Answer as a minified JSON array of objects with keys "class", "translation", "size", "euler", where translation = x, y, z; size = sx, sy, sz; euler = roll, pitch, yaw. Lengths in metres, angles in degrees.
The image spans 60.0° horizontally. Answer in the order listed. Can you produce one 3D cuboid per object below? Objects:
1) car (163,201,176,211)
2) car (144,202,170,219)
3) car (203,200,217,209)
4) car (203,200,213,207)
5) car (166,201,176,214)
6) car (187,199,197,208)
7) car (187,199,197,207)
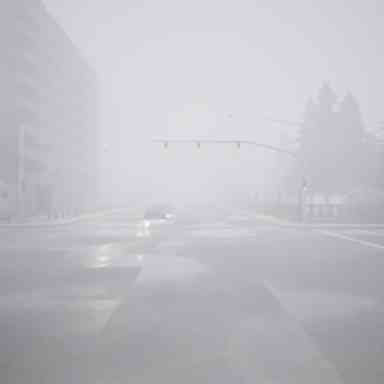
[{"class":"car","translation":[-3.591,2.214,53.572],"size":[1.837,1.490,4.892],"euler":[0,-1,0]},{"class":"car","translation":[-3.593,2.010,33.657],"size":[1.994,1.385,4.181],"euler":[0,-1,0]},{"class":"car","translation":[3.588,2.288,61.314],"size":[1.882,1.535,5.008],"euler":[0,-1,0]},{"class":"car","translation":[3.488,2.447,73.325],"size":[1.882,1.535,5.008],"euler":[0,-1,0]},{"class":"car","translation":[-3.583,2.141,43.548],"size":[1.994,1.385,4.181],"euler":[0,-1,1]},{"class":"car","translation":[-0.011,2.316,63.421],"size":[1.882,1.535,5.008],"euler":[0,-1,0]},{"class":"car","translation":[-0.012,2.343,72.672],"size":[2.128,1.511,4.902],"euler":[0,-1,0]}]
